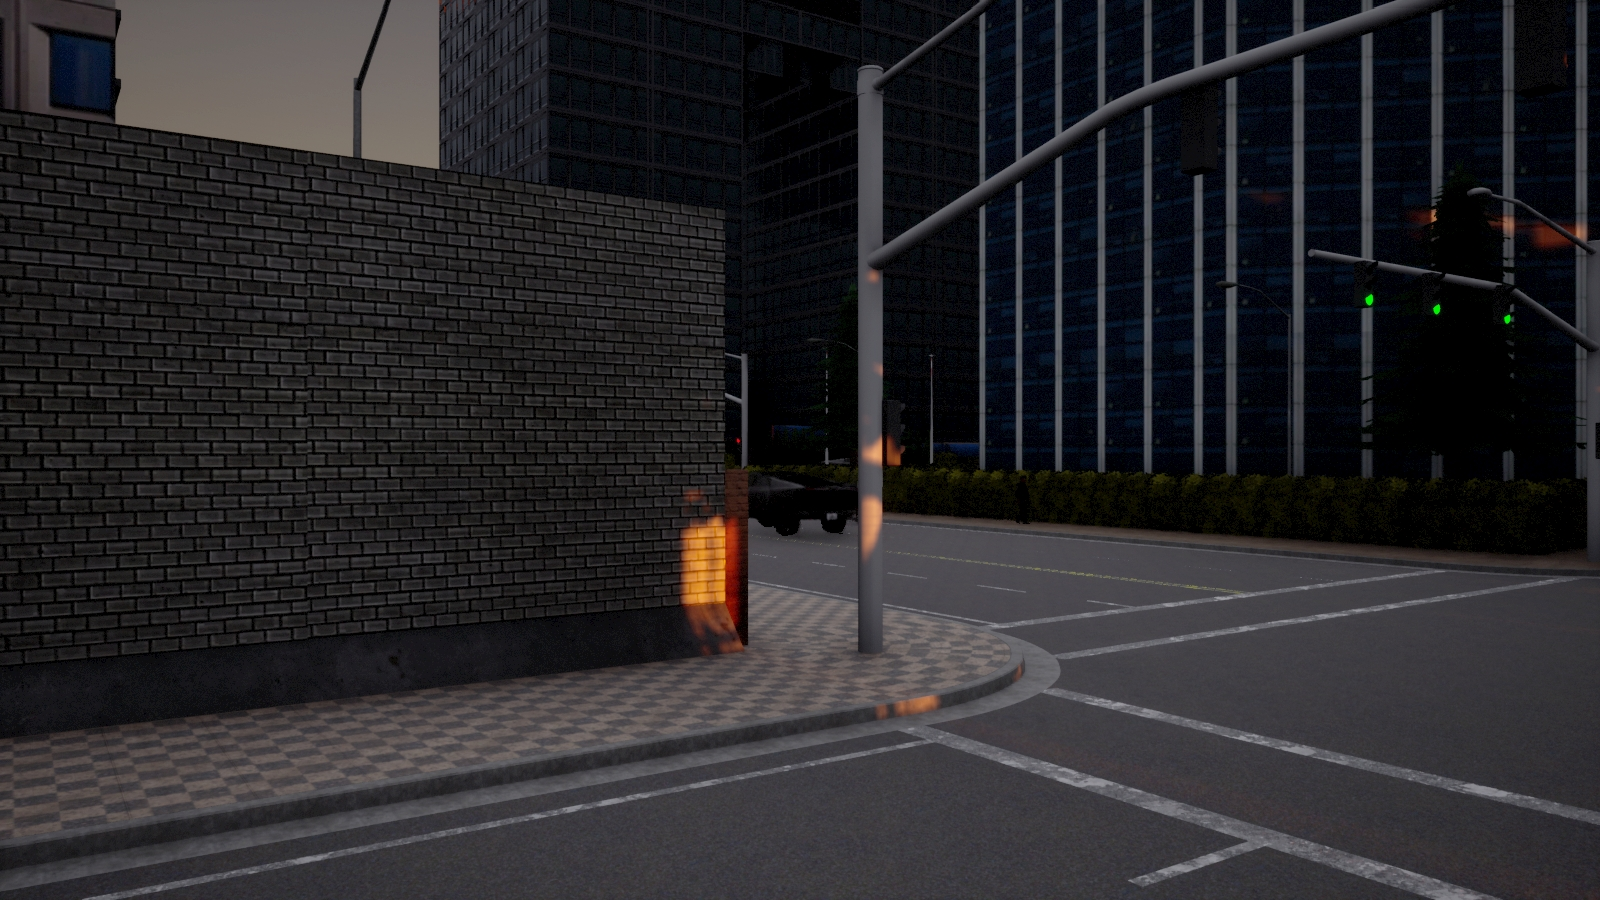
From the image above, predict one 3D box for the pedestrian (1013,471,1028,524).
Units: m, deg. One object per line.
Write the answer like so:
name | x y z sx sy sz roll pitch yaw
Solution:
pedestrian | 7.909 1.698 40.957 0.375 1.860 0.375 0 0 41
